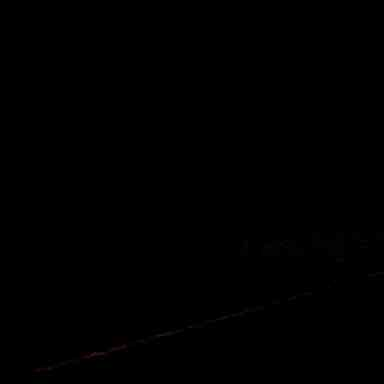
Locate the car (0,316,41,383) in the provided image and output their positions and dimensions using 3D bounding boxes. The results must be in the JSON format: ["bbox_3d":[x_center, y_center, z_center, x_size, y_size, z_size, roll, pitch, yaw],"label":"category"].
[{"bbox_3d":[-3.270,1.473,1.230,5.008,1.535,1.882,0,0,-35],"label":"car"}]
